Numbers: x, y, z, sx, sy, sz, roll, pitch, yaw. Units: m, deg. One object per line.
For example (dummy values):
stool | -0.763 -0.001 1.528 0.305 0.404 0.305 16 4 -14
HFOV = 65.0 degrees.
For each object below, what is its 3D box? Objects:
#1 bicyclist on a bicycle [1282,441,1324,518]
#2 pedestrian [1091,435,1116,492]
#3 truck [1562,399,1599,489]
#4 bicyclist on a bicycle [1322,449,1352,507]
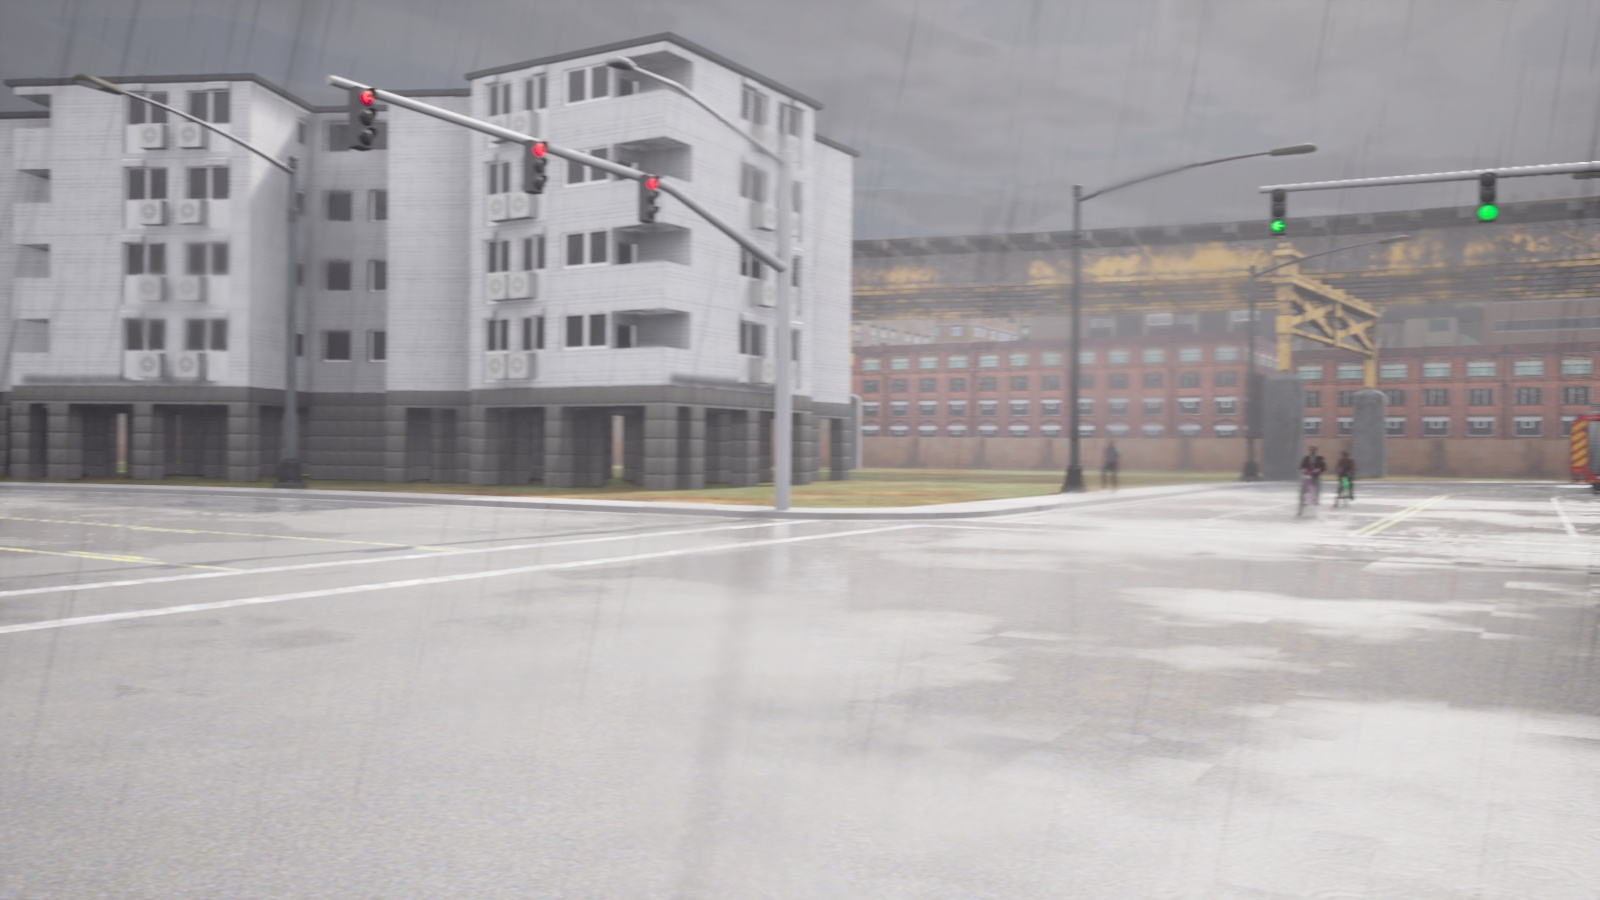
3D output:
bicyclist on a bicycle | 11.995 0.682 29.940 0.659 1.776 1.843 0 0 30
pedestrian | 10.050 0.447 41.577 0.540 1.848 0.694 0 0 44
truck | 37.840 -0.238 55.186 8.468 3.827 2.891 0 0 -22
bicyclist on a bicycle | 15.265 0.777 35.658 0.582 1.620 1.656 0 0 30
